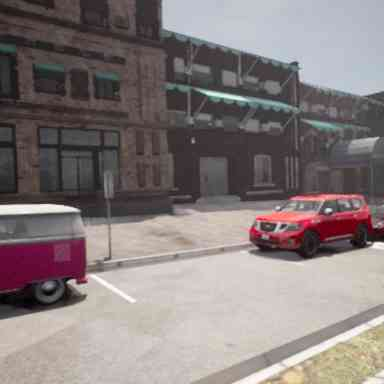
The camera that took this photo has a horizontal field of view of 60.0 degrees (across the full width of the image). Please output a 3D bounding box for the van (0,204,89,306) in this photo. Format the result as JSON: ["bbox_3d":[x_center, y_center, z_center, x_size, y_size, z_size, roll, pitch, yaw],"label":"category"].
[{"bbox_3d":[-4.400,1.260,6.365,4.442,1.987,1.878,-1,0,-35],"label":"van"}]

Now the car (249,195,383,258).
[{"bbox_3d":[4.736,1.141,12.810,5.566,2.045,2.435,-1,0,-35],"label":"car"}]
